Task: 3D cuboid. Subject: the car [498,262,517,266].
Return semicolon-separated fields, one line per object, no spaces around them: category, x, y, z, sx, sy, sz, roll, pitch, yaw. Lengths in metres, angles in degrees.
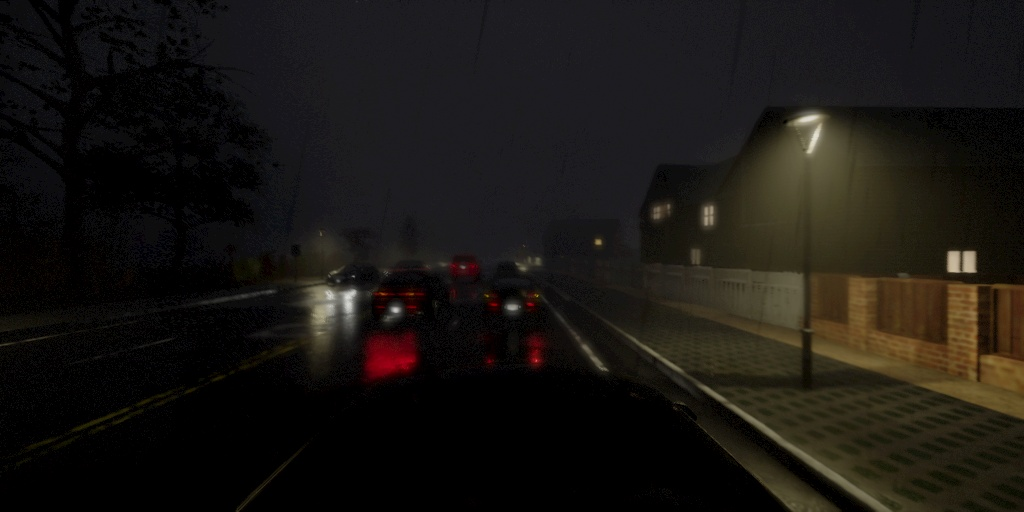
car;-0.392;1.209;29.584;1.837;1.490;4.892;0;0;-2

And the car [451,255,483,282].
car;-3.610;0.931;28.760;2.150;2.045;5.566;0;0;-2

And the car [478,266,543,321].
car;-0.006;1.260;12.325;1.812;1.442;4.674;0;0;-1

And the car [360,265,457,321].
car;-3.256;1.242;12.399;1.837;1.490;4.892;0;0;-1

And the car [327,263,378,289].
car;-10.152;1.217;23.323;2.128;1.511;4.902;0;0;-1

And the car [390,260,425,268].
car;-6.917;1.072;23.984;2.097;1.767;4.553;0;0;-1
